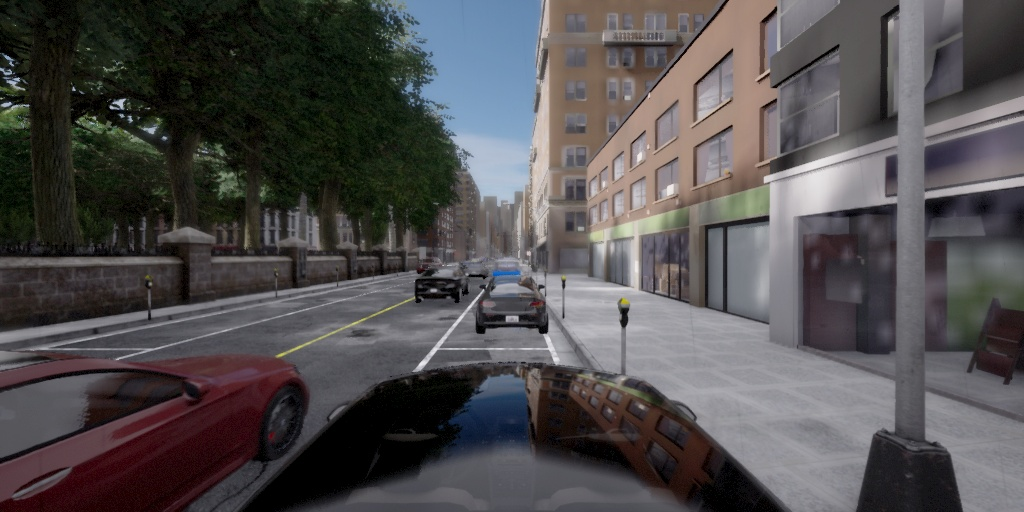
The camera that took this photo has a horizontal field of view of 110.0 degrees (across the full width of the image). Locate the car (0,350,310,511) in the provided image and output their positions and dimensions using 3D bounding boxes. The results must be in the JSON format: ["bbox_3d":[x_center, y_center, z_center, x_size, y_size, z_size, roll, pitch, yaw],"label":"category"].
[{"bbox_3d":[-3.146,1.275,2.016,1.812,1.442,4.674,0,0,0],"label":"car"}]

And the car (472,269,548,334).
[{"bbox_3d":[0.004,1.273,10.500,1.812,1.442,4.674,0,0,0],"label":"car"}]

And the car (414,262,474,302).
[{"bbox_3d":[-3.140,1.223,16.899,1.882,1.535,5.008,0,0,0],"label":"car"}]

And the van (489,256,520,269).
[{"bbox_3d":[-0.289,1.083,21.849,1.690,1.789,3.998,0,0,0],"label":"van"}]

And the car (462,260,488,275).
[{"bbox_3d":[-3.142,1.298,31.692,1.994,1.385,4.181,0,0,0],"label":"car"}]

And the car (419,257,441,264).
[{"bbox_3d":[-8.813,1.040,38.791,2.192,1.841,5.009,0,0,0],"label":"car"}]

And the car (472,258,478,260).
[{"bbox_3d":[-6.149,1.277,48.873,1.994,1.385,4.181,0,0,0],"label":"car"}]
